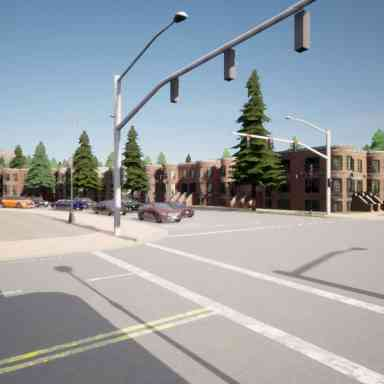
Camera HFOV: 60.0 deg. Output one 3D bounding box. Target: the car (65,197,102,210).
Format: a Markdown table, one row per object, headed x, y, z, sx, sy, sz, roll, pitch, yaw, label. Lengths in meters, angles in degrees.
| x | y | z | sx | sy | sz | roll | pitch | yaw | label |
| --- | --- | --- | --- | --- | --- | --- | --- | --- | --- |
| -14.334 | 1.492 | 43.818 | 4.902 | 1.511 | 2.128 | 0 | 0 | 36 | car |

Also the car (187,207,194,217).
| x | y | z | sx | sy | sz | roll | pitch | yaw | label |
| --- | --- | --- | --- | --- | --- | --- | --- | --- | --- |
| -1.613 | 1.564 | 30.066 | 1.994 | 1.385 | 4.181 | 0 | 0 | -37 | car |

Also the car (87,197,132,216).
| x | y | z | sx | sy | sz | roll | pitch | yaw | label |
| --- | --- | --- | --- | --- | --- | --- | --- | --- | --- |
| -8.279 | 1.547 | 33.224 | 2.033 | 1.411 | 5.357 | 0 | 0 | -38 | car |

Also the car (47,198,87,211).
| x | y | z | sx | sy | sz | roll | pitch | yaw | label |
| --- | --- | --- | --- | --- | --- | --- | --- | --- | --- |
| -14.971 | 1.601 | 39.995 | 4.718 | 1.301 | 1.895 | 0 | 0 | 38 | car |

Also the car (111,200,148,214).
| x | y | z | sx | sy | sz | roll | pitch | yaw | label |
| --- | --- | --- | --- | --- | --- | --- | --- | --- | --- |
| -6.977 | 1.601 | 36.992 | 1.895 | 1.301 | 4.718 | 0 | 0 | -41 | car |

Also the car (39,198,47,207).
| x | y | z | sx | sy | sz | roll | pitch | yaw | label |
| --- | --- | --- | --- | --- | --- | --- | --- | --- | --- |
| -23.286 | 1.492 | 49.070 | 4.902 | 1.511 | 2.128 | 0 | 0 | 23 | car |

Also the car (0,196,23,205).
| x | y | z | sx | sy | sz | roll | pitch | yaw | label |
| --- | --- | --- | --- | --- | --- | --- | --- | --- | --- |
| -32.894 | 1.489 | 58.986 | 4.902 | 1.511 | 2.128 | 0 | 0 | 9 | car |

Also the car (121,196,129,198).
| x | y | z | sx | sy | sz | roll | pitch | yaw | label |
| --- | --- | --- | --- | --- | --- | --- | --- | --- | --- |
| -11.162 | 1.352 | 50.387 | 4.553 | 1.767 | 2.097 | 0 | 0 | 36 | car |

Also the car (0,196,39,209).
| x | y | z | sx | sy | sz | roll | pitch | yaw | label |
| --- | --- | --- | --- | --- | --- | --- | --- | --- | --- |
| -23.695 | 1.352 | 45.390 | 4.553 | 1.767 | 2.097 | 0 | 0 | 25 | car |

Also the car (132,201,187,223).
| x | y | z | sx | sy | sz | roll | pitch | yaw | label |
| --- | --- | --- | --- | --- | --- | --- | --- | --- | --- |
| -2.598 | 1.526 | 25.546 | 1.812 | 1.442 | 4.674 | 0 | 0 | -35 | car |
